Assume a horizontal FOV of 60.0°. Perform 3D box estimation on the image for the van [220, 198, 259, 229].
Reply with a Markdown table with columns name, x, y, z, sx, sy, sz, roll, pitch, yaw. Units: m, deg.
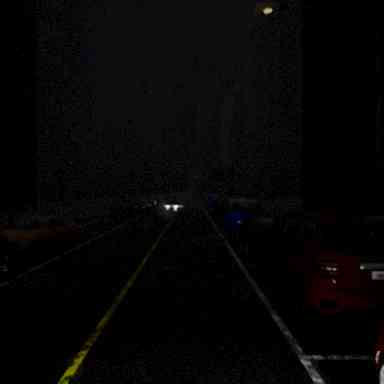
| name | x | y | z | sx | sy | sz | roll | pitch | yaw |
| --- | --- | --- | --- | --- | --- | --- | --- | --- | --- |
| van | 2.728 | 1.269 | 18.261 | 1.690 | 1.788 | 3.998 | 0 | 0 | 0 |

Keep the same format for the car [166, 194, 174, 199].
| name | x | y | z | sx | sy | sz | roll | pitch | yaw |
| --- | --- | --- | --- | --- | --- | --- | --- | --- | --- |
| car | -6.177 | 1.198 | 92.981 | 2.008 | 1.369 | 4.403 | 0 | 0 | -1 |

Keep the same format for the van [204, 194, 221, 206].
| name | x | y | z | sx | sy | sz | roll | pitch | yaw |
| --- | --- | --- | --- | --- | --- | --- | --- | --- | --- |
| van | 2.686 | 1.183 | 40.311 | 1.690 | 1.788 | 3.998 | 0 | 0 | 0 |

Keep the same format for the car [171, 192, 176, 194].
| name | x | y | z | sx | sy | sz | roll | pitch | yaw |
| --- | --- | --- | --- | --- | --- | --- | --- | --- | --- |
| car | -6.122 | 1.215 | 87.989 | 2.008 | 1.369 | 4.403 | 0 | 0 | -1 |

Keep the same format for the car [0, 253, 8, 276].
| name | x | y | z | sx | sy | sz | roll | pitch | yaw |
| --- | --- | --- | --- | --- | --- | --- | --- | --- | --- |
| car | -3.102 | 1.498 | 1.458 | 1.837 | 1.490 | 4.892 | 0 | 0 | 0 |

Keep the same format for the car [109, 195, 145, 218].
| name | x | y | z | sx | sy | sz | roll | pitch | yaw |
| --- | --- | --- | --- | --- | --- | --- | --- | --- | --- |
| car | -5.818 | 1.199 | 29.267 | 2.192 | 1.841 | 5.009 | 0 | 0 | 0 |

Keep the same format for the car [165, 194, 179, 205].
| name | x | y | z | sx | sy | sz | roll | pitch | yaw |
| --- | --- | --- | --- | --- | --- | --- | --- | --- | --- |
| car | -3.103 | 1.359 | 52.487 | 1.994 | 1.385 | 4.181 | 0 | 0 | 0 |

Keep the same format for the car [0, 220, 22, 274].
| name | x | y | z | sx | sy | sz | roll | pitch | yaw |
| --- | --- | --- | --- | --- | --- | --- | --- | --- | --- |
| car | -5.776 | 1.410 | 7.215 | 1.967 | 1.590 | 4.097 | 0 | 0 | 0 |

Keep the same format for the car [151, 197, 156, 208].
| name | x | y | z | sx | sy | sz | roll | pitch | yaw |
| --- | --- | --- | --- | --- | --- | --- | --- | --- | --- |
| car | -5.838 | 1.367 | 40.124 | 1.752 | 1.417 | 4.829 | 0 | 0 | 0 |

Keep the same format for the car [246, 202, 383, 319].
| name | x | y | z | sx | sy | sz | roll | pitch | yaw |
| --- | --- | --- | --- | --- | --- | --- | --- | --- | --- |
| car | 2.749 | 1.286 | 7.236 | 2.192 | 1.841 | 5.009 | 0 | 0 | 0 |

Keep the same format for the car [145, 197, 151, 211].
| name | x | y | z | sx | sy | sz | roll | pitch | yaw |
| --- | --- | --- | --- | --- | --- | --- | --- | --- | --- |
| car | -5.828 | 1.413 | 34.781 | 2.008 | 1.369 | 4.403 | 0 | 0 | 0 |

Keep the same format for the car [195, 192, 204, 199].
| name | x | y | z | sx | sy | sz | roll | pitch | yaw |
| --- | --- | --- | --- | --- | --- | --- | --- | --- | --- |
| car | 2.403 | 1.216 | 88.079 | 2.008 | 1.369 | 4.403 | 0 | 0 | -1 |

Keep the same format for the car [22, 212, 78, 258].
| name | x | y | z | sx | sy | sz | roll | pitch | yaw |
| --- | --- | --- | --- | --- | --- | --- | --- | --- | --- |
| car | -5.786 | 1.475 | 12.558 | 1.752 | 1.417 | 4.829 | 0 | 0 | 0 |

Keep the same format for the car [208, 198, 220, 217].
| name | x | y | z | sx | sy | sz | roll | pitch | yaw |
| --- | --- | --- | --- | --- | --- | --- | --- | --- | --- |
| car | 2.707 | 1.450 | 29.287 | 1.947 | 1.339 | 4.313 | 0 | 0 | 0 |

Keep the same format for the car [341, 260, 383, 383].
| name | x | y | z | sx | sy | sz | roll | pitch | yaw |
| --- | --- | --- | --- | --- | --- | --- | --- | --- | --- |
| car | 2.759 | 1.538 | 1.724 | 1.887 | 1.381 | 4.507 | 0 | 0 | 0 |

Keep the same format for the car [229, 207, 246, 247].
| name | x | y | z | sx | sy | sz | roll | pitch | yaw |
| --- | --- | --- | --- | --- | --- | --- | --- | --- | --- |
| car | 2.738 | 1.494 | 12.749 | 1.887 | 1.381 | 4.507 | 0 | 0 | 0 |
